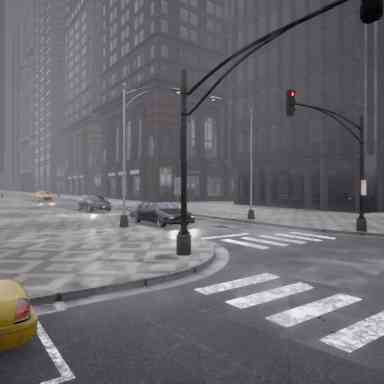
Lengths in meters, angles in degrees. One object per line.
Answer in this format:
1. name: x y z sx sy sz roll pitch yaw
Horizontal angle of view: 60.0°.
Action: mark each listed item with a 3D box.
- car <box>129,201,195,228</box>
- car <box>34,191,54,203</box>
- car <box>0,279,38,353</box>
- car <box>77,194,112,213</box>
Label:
1. car: -2.001 1.237 20.207 2.033 1.411 5.357 0 1 -36
2. car: -20.415 0.605 45.779 1.882 1.535 5.008 0 1 -35
3. car: -4.347 1.525 3.543 4.829 1.417 1.752 0 0 -36
4. car: -8.710 0.981 29.485 1.837 1.490 4.892 0 1 -36
